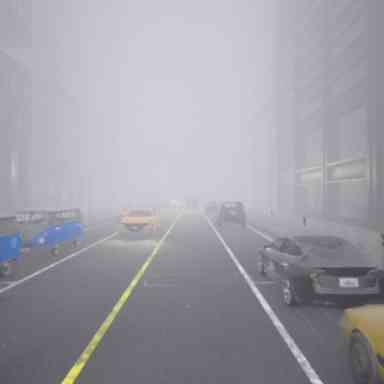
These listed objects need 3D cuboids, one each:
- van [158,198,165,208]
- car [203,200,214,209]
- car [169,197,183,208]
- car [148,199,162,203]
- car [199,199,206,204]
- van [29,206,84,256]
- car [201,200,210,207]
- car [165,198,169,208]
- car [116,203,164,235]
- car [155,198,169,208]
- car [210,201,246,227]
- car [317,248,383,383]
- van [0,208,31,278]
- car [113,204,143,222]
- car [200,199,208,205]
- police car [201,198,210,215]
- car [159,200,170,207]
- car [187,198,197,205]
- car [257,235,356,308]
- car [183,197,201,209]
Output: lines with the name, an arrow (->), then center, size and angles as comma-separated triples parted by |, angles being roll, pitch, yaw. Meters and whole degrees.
van -> -5.718, 1.934, 52.888 | 1.690, 1.788, 3.998 | 0, -1, 0
car -> 2.811, 2.185, 58.679 | 1.752, 1.417, 4.829 | 0, -1, 0
car -> -2.988, 1.910, 61.075 | 2.150, 2.045, 5.566 | 0, -1, 1
car -> -5.723, 2.073, 47.267 | 1.887, 1.381, 4.507 | 0, -1, 0
car -> 2.839, 2.620, 92.219 | 1.947, 1.339, 4.313 | 0, -1, 0
van -> -5.750, 1.490, 13.562 | 1.690, 1.788, 3.998 | 0, -1, 0
car -> 2.821, 2.369, 69.745 | 1.802, 1.307, 4.206 | 0, -1, 0
car -> -5.714, 2.209, 58.503 | 2.008, 1.369, 4.403 | 0, -1, 0
car -> -3.082, 1.702, 20.458 | 1.882, 1.535, 5.008 | 0, -1, 0
car -> -5.709, 2.038, 64.124 | 2.192, 1.841, 5.009 | 0, -1, 0
car -> 2.784, 1.588, 24.801 | 2.192, 1.841, 5.009 | 0, -1, 0
car -> 2.766, 1.554, 2.495 | 1.752, 1.417, 4.829 | 0, -1, 0
van -> -5.755, 1.429, 7.943 | 1.690, 1.788, 3.998 | 0, -1, 0
car -> -5.737, 1.859, 30.244 | 1.752, 1.417, 4.829 | 0, -1, 0
car -> 2.830, 2.446, 81.152 | 1.752, 1.417, 4.829 | 0, -1, 0
police car -> 2.400, 1.871, 40.132 | 1.930, 1.638, 5.238 | 0, -1, 0
car -> -5.705, 2.311, 69.570 | 1.752, 1.417, 4.829 | 0, -1, 0
car -> 0.061, 2.184, 74.664 | 2.128, 1.511, 4.902 | 0, -1, 0
car -> 2.770, 1.653, 7.943 | 1.947, 1.339, 4.313 | 0, -1, 0
car -> 0.048, 1.876, 58.195 | 2.150, 2.045, 5.566 | 0, -1, 0
